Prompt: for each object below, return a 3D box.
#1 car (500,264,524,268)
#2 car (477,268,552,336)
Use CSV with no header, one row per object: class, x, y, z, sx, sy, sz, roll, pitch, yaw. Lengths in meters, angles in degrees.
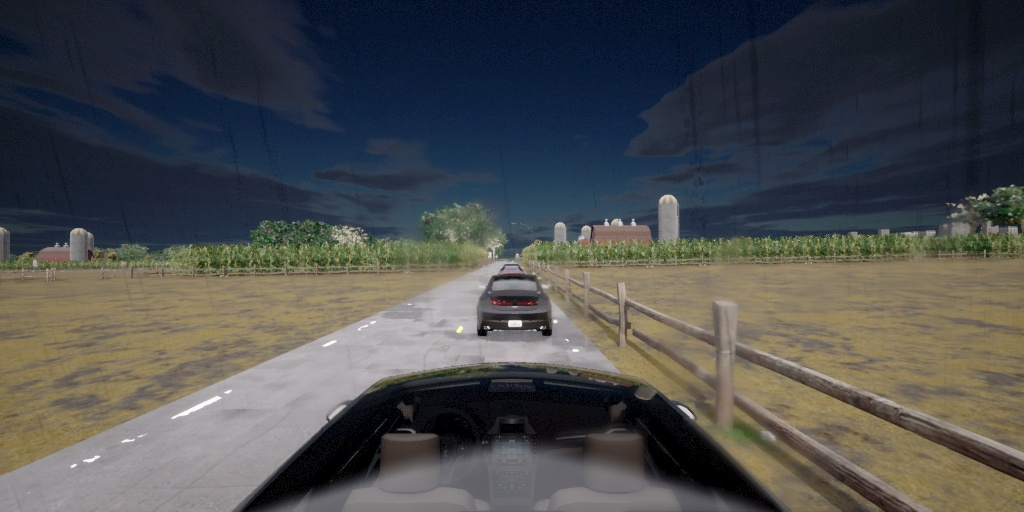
car,-0.028,1.295,27.265,1.994,1.385,4.181,0,0,0
car,0.058,1.253,10.367,1.837,1.490,4.892,0,0,0
